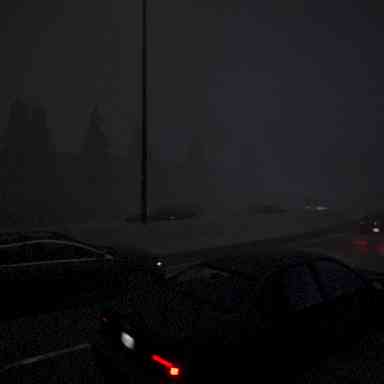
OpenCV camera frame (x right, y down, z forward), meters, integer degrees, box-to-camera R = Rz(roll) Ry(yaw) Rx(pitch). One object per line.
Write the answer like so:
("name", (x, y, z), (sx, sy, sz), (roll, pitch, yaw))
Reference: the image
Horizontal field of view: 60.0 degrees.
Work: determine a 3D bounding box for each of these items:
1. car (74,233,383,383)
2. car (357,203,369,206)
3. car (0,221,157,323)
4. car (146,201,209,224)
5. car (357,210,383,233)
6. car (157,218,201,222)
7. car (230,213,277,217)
("car", (1.310, 1.566, 4.944), (5.357, 1.411, 2.033), (0, 0, -38))
("car", (28.463, 1.759, 55.891), (2.033, 1.411, 5.357), (0, 0, 33))
("car", (-2.783, 1.510, 6.287), (4.902, 1.511, 2.128), (0, 0, -37))
("car", (-1.073, 1.579, 26.609), (2.128, 1.511, 4.902), (0, 0, 44))
("car", (10.968, 1.673, 18.683), (1.895, 1.301, 4.718), (0, 0, 43))
("car", (-1.880, 1.546, 20.924), (5.008, 1.535, 1.882), (0, 0, -44))
("car", (4.494, 1.556, 22.316), (1.882, 1.535, 5.008), (0, 0, 43))
